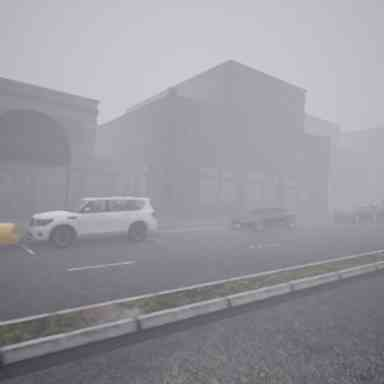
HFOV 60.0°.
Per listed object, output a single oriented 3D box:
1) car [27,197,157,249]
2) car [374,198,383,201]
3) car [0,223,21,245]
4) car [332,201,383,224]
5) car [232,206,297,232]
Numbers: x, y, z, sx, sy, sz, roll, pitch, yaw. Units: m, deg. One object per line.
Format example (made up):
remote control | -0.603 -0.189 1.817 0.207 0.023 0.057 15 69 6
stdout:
car | -4.245 1.229 14.908 5.566 2.045 2.435 1 0 -36
car | 18.166 1.571 31.056 5.566 2.045 2.435 1 0 -36
car | -8.962 1.406 11.514 5.366 1.575 1.946 1 0 -36
car | 13.709 1.755 27.845 4.892 1.521 2.231 1 0 -36
car | 4.711 1.647 21.367 4.792 1.488 2.163 1 0 -36
